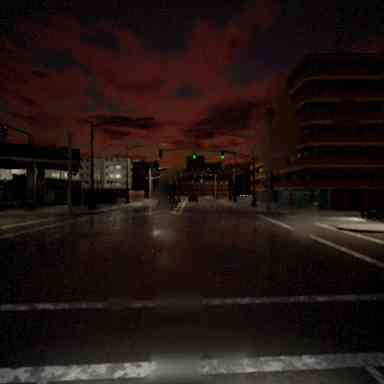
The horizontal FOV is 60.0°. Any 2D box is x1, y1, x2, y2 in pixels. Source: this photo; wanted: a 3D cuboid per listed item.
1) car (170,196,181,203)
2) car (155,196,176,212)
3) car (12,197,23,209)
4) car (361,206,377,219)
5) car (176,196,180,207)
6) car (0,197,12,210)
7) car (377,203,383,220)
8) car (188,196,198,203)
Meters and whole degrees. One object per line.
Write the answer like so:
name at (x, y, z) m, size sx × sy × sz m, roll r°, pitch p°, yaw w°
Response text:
car at (-3.297, 1.545, 67.008) m, size 1.994 × 1.385 × 4.181 m, roll 0°, pitch 0°, yaw 0°
car at (-3.102, 1.494, 38.596) m, size 1.837 × 1.490 × 4.892 m, roll 0°, pitch 0°, yaw -1°
car at (-24.034, 1.443, 42.905) m, size 3.806 × 1.475 × 1.970 m, roll 0°, pitch 0°, yaw 1°
car at (16.215, 1.556, 27.236) m, size 4.181 × 1.385 × 1.994 m, roll 0°, pitch 0°, yaw 1°
car at (-3.217, 1.338, 47.800) m, size 2.097 × 1.767 × 4.553 m, roll 0°, pitch 0°, yaw 0°
car at (-23.316, 1.284, 37.155) m, size 4.611 × 1.667 × 2.242 m, roll 0°, pitch 0°, yaw 1°
car at (16.299, 1.594, 23.753) m, size 4.718 × 1.301 × 1.895 m, roll 0°, pitch 0°, yaw -3°
car at (0.201, 1.485, 67.267) m, size 1.837 × 1.490 × 4.892 m, roll 0°, pitch 0°, yaw 0°
